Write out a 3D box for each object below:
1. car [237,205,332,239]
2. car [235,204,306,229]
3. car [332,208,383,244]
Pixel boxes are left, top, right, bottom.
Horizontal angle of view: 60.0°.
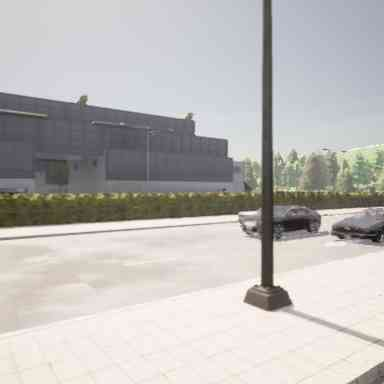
[{"bbox_3d":[4.709,1.439,17.177,4.902,1.511,2.128,0,0,-35],"label":"car"},{"bbox_3d":[5.212,1.535,21.830,4.718,1.301,1.895,0,0,-35],"label":"car"},{"bbox_3d":[8.836,1.494,15.816,5.357,1.411,2.033,0,0,-35],"label":"car"}]
